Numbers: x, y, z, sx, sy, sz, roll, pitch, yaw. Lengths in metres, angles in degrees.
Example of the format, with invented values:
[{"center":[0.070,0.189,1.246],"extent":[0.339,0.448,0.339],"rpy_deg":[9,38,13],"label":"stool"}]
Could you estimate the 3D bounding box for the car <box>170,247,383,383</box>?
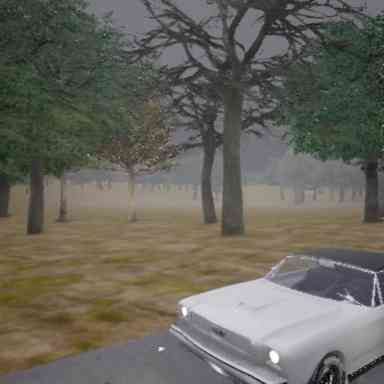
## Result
[{"center":[2.059,1.600,4.909],"extent":[4.718,1.301,1.895],"rpy_deg":[0,0,-36],"label":"car"}]
